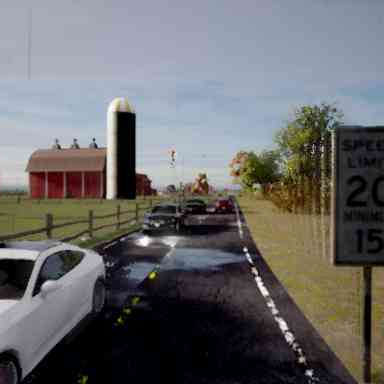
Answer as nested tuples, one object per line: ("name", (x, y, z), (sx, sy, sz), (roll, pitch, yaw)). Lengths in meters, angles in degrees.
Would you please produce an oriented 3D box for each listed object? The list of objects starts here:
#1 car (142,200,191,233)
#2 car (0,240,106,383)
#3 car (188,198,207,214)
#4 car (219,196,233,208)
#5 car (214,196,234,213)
("car", (-1.461, 1.436, 19.105), (1.837, 1.490, 4.892), (0, 0, 7))
("car", (-2.621, 1.504, 4.742), (1.812, 1.442, 4.674), (0, 0, 3))
("car", (0.329, 1.364, 33.390), (1.882, 1.535, 5.008), (0, 1, 10))
("car", (4.951, 1.377, 47.594), (1.837, 1.490, 4.892), (0, 1, 8))
("car", (3.445, 1.415, 35.642), (1.812, 1.442, 4.674), (0, 0, 7))
